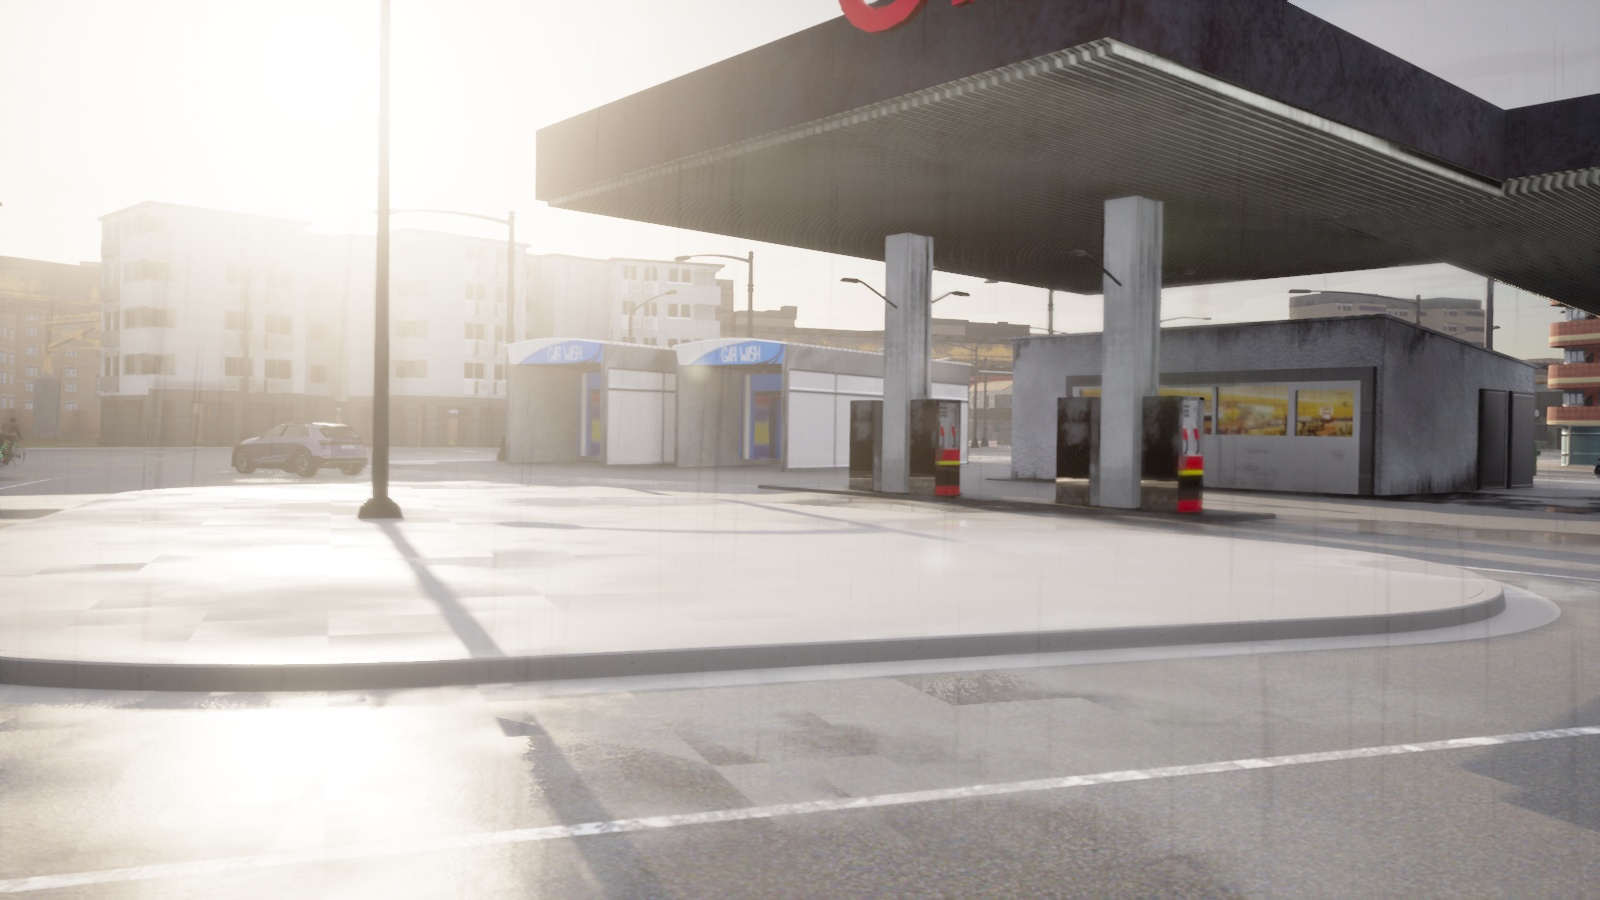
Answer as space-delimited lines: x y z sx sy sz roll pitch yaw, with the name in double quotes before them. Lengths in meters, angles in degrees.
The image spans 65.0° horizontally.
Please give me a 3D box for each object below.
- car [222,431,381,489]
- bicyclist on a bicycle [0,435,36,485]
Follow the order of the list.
"car" -15.227 0.270 38.288 4.856 1.649 2.033 0 1 32
"bicyclist on a bicycle" -25.847 0.318 41.186 0.582 1.620 1.656 0 0 0
